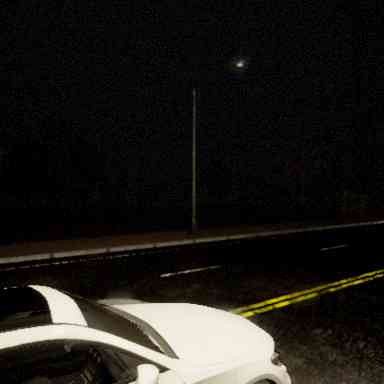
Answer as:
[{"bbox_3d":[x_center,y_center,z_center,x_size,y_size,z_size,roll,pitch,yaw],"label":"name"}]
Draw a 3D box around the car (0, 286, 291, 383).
[{"bbox_3d":[-1.258,1.527,2.542,4.674,1.442,1.812,0,0,-35],"label":"car"}]
